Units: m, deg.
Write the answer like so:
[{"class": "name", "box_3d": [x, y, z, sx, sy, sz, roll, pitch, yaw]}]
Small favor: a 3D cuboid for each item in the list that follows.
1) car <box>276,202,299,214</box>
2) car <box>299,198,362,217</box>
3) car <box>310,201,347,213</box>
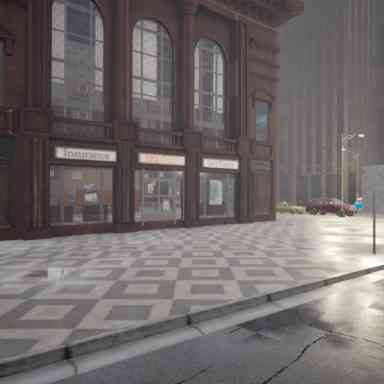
[{"class": "car", "box_3d": [10.778, 1.800, 38.044, 1.752, 1.417, 4.829, 0, 0, -35]}, {"class": "car", "box_3d": [13.923, 1.524, 33.591, 2.192, 1.841, 5.009, 0, 0, -35]}, {"class": "car", "box_3d": [17.637, 1.900, 43.110, 1.802, 1.307, 4.206, -1, 0, -35]}]
